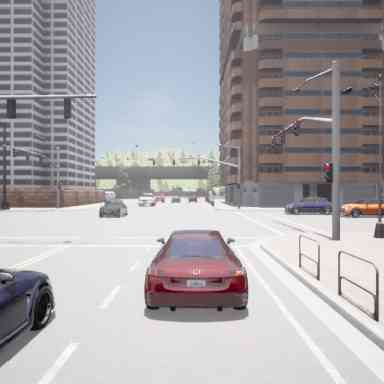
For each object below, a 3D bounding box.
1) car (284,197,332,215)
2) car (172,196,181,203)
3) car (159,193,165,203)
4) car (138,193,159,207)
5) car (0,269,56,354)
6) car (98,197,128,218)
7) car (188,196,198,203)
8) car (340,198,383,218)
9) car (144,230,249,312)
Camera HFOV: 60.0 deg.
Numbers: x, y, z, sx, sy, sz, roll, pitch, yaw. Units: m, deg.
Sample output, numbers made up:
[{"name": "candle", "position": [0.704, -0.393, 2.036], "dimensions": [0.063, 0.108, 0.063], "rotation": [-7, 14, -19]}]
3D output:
[{"name": "car", "position": [11.601, 1.352, 33.240], "dimensions": [4.553, 1.767, 2.097], "rotation": [0, 0, 2]}, {"name": "car", "position": [-3.279, 1.547, 69.752], "dimensions": [2.033, 1.411, 5.357], "rotation": [0, 0, 0]}, {"name": "car", "position": [-6.877, 1.221, 69.017], "dimensions": [2.150, 2.045, 5.566], "rotation": [0, 0, 0]}, {"name": "car", "position": [-7.001, 1.221, 52.213], "dimensions": [2.150, 2.045, 5.566], "rotation": [0, 0, 0]}, {"name": "car", "position": [-3.432, 1.564, 4.247], "dimensions": [1.994, 1.385, 4.181], "rotation": [0, 0, 1]}, {"name": "car", "position": [-7.047, 1.505, 30.094], "dimensions": [1.837, 1.490, 4.892], "rotation": [0, 0, 0]}, {"name": "car", "position": [0.155, 1.516, 72.289], "dimensions": [2.128, 1.511, 4.902], "rotation": [0, 0, 0]}, {"name": "car", "position": [15.571, 1.352, 29.652], "dimensions": [4.553, 1.767, 2.097], "rotation": [0, 0, 1]}, {"name": "car", "position": [0.094, 1.564, 7.815], "dimensions": [1.994, 1.385, 4.181], "rotation": [0, 0, 1]}]
